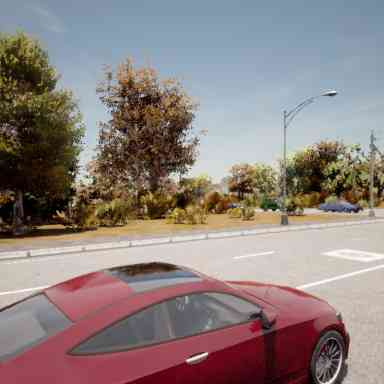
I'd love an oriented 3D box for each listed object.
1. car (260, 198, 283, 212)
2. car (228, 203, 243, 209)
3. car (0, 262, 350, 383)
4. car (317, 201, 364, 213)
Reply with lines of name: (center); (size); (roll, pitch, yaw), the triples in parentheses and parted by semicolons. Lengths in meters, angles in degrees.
car: (12.605, 1.867, 49.302); (2.150, 2.045, 5.566); (0, -3, -32)
car: (7.222, 2.656, 57.927); (2.128, 1.511, 4.902); (0, -3, -32)
car: (-0.234, 1.526, 3.577); (4.674, 1.442, 1.812); (0, 0, -35)
car: (18.016, 1.815, 40.650); (2.033, 1.411, 5.357); (0, -2, -32)
